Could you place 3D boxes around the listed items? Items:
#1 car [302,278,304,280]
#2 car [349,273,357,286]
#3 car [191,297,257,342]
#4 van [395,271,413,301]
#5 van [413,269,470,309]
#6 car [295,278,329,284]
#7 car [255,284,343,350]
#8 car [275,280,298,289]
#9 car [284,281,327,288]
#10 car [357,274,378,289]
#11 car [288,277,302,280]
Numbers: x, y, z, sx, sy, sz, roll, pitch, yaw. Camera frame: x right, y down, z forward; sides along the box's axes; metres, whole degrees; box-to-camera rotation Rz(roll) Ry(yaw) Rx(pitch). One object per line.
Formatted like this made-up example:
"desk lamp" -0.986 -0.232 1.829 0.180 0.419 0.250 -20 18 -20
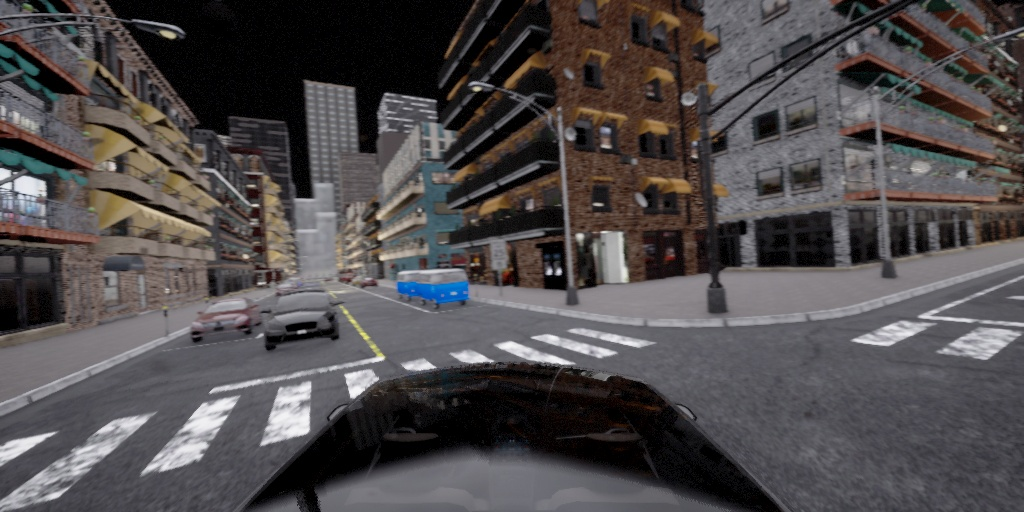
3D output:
"car" -29.520 4.112 48.214 2.007 1.370 4.403 0 0 -29
"car" -22.284 3.581 52.348 1.751 1.417 4.829 0 0 -29
"car" -10.766 2.295 13.824 1.802 1.307 4.207 0 0 -29
"van" -6.128 1.812 22.722 1.690 1.789 3.998 0 0 -29
"van" -3.449 1.548 17.808 1.690 1.789 3.998 0 0 -29
"car" -17.433 2.980 31.316 2.033 1.411 5.357 -4 -1 -29
"car" -6.723 1.883 11.692 1.837 1.490 4.892 -4 -1 -28
"car" -24.162 3.615 38.389 1.802 1.307 4.207 0 0 -29
"car" -11.506 2.413 20.416 1.994 1.385 4.181 -4 -1 -29
"car" -16.844 3.109 42.373 1.802 1.307 4.207 0 0 -29
"car" -26.841 3.737 43.301 1.967 1.591 4.097 0 0 -29
